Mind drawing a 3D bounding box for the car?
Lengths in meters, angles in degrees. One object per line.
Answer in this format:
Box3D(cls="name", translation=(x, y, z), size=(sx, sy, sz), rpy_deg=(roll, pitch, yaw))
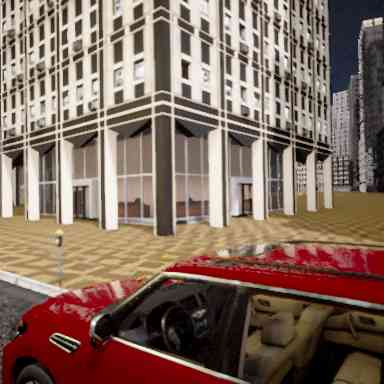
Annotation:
Box3D(cls="car", translation=(0.605, 1.319, 2.493), size=(5.009, 1.841, 2.192), rpy_deg=(0, -1, 37))
